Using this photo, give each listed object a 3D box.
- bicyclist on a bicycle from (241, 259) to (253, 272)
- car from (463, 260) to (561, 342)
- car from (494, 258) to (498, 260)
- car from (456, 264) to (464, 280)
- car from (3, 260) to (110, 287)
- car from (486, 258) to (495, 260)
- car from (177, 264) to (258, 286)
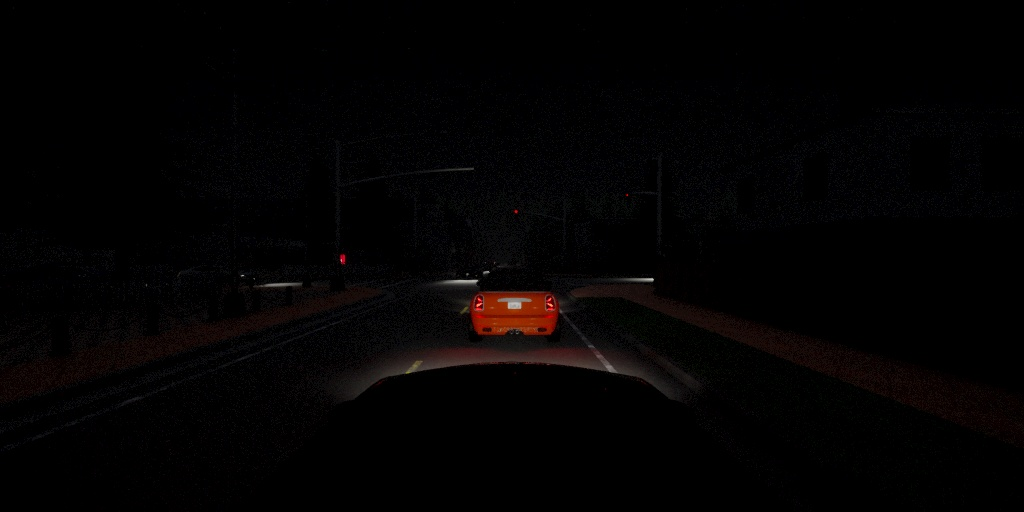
[{"bbox_3d":[-23.577,1.066,31.814,0.582,1.620,1.656,0,0,-2],"label":"bicyclist on a bicycle"},{"bbox_3d":[0.066,1.102,9.970,2.097,1.767,4.553,0,0,0],"label":"car"},{"bbox_3d":[-3.615,1.102,59.834,2.097,1.767,4.553,0,0,0],"label":"car"},{"bbox_3d":[-3.619,1.315,31.164,1.994,1.385,4.181,0,0,0],"label":"car"},{"bbox_3d":[-30.191,1.243,24.139,5.008,1.535,1.882,0,0,-1],"label":"car"},{"bbox_3d":[-3.626,1.314,46.959,1.994,1.385,4.181,0,0,0],"label":"car"},{"bbox_3d":[-20.012,1.291,24.456,4.674,1.442,1.812,0,0,-2],"label":"car"}]
